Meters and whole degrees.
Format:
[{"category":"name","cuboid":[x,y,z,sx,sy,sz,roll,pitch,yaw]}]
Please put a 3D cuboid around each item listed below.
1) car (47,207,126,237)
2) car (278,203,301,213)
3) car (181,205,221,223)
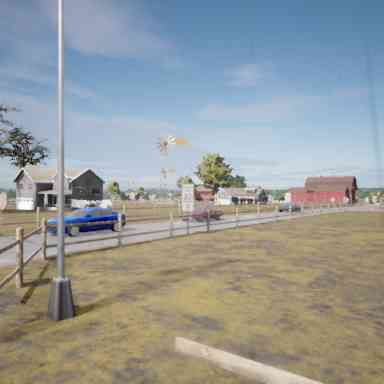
[{"category":"car","cuboid":[-6.166,1.679,19.752,1.882,1.535,5.008,0,0,34]},{"category":"car","cuboid":[14.019,2.277,47.698,2.033,1.411,5.357,0,-1,36]},{"category":"car","cuboid":[0.916,1.887,29.653,1.812,1.442,4.674,0,-1,36]}]
